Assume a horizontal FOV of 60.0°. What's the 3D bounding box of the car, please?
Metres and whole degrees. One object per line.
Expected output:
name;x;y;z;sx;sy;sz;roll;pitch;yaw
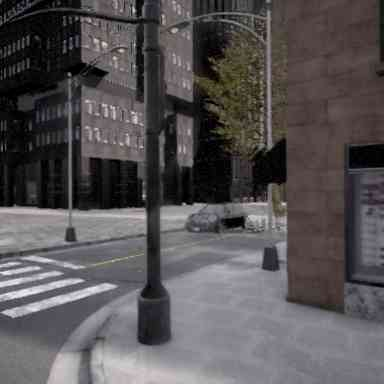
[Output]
car;1.562;1.408;19.595;2.097;1.767;4.553;0;0;36
